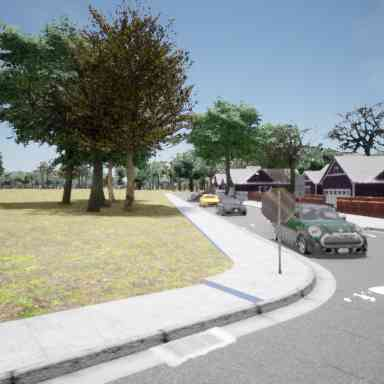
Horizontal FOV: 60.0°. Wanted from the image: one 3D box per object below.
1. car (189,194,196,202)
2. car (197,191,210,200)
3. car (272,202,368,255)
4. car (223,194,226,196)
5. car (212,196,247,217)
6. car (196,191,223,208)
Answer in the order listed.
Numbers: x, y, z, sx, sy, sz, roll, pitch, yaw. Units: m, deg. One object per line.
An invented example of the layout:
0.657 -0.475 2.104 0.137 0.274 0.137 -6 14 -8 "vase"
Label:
0.686 0.934 53.427 1.994 1.385 4.181 -1 1 -5 "car"
2.222 0.664 65.706 1.837 1.490 4.892 -1 1 -6 "car"
4.733 1.269 12.966 2.097 1.767 4.553 -1 1 -4 "car"
4.198 0.990 47.795 1.994 1.385 4.181 -1 1 -6 "car"
3.287 1.279 28.187 1.994 1.385 4.181 -1 1 -6 "car"
2.052 1.035 39.959 1.882 1.535 5.008 -1 1 -6 "car"
